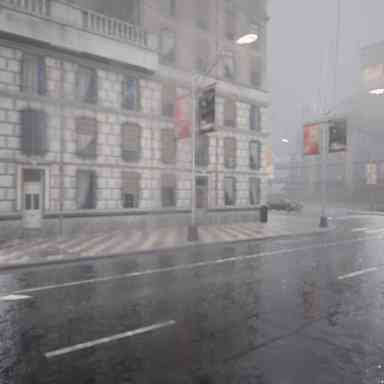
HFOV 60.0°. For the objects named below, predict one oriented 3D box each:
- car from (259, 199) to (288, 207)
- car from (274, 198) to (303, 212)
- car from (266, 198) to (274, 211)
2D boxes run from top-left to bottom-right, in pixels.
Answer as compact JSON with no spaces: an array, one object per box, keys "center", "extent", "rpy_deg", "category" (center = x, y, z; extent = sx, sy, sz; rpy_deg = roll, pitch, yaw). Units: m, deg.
[{"center":[14.041,1.856,57.652],"extent":[1.895,1.301,4.718],"rpy_deg":[0,0,-36],"category":"car"},{"center":[11.492,1.541,41.384],"extent":[2.097,1.767,4.553],"rpy_deg":[0,0,-36],"category":"car"},{"center":[7.263,1.647,41.236],"extent":[1.882,1.535,5.008],"rpy_deg":[0,0,-36],"category":"car"}]
